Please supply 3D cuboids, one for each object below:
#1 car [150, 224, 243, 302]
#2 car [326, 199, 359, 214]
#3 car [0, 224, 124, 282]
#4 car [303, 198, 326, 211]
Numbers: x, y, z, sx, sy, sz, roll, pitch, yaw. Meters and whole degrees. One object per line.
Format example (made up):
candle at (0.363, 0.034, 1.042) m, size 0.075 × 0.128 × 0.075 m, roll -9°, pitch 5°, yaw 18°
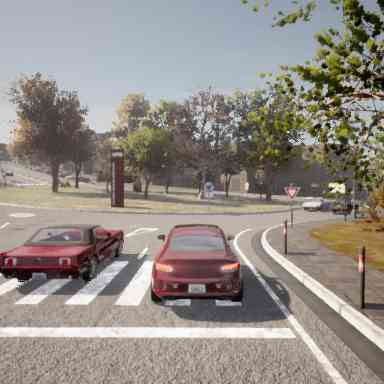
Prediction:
car at (0.105, 1.498, 8.074) m, size 1.812 × 1.442 × 4.674 m, roll 0°, pitch 0°, yaw 0°
car at (16.001, 1.423, 34.665) m, size 2.033 × 1.411 × 5.357 m, roll 1°, pitch 2°, yaw 37°
car at (-3.332, 1.565, 9.616) m, size 1.895 × 1.301 × 4.718 m, roll 0°, pitch 0°, yaw 1°
car at (14.149, 1.381, 37.770) m, size 1.895 × 1.301 × 4.718 m, roll 1°, pitch 2°, yaw 33°
